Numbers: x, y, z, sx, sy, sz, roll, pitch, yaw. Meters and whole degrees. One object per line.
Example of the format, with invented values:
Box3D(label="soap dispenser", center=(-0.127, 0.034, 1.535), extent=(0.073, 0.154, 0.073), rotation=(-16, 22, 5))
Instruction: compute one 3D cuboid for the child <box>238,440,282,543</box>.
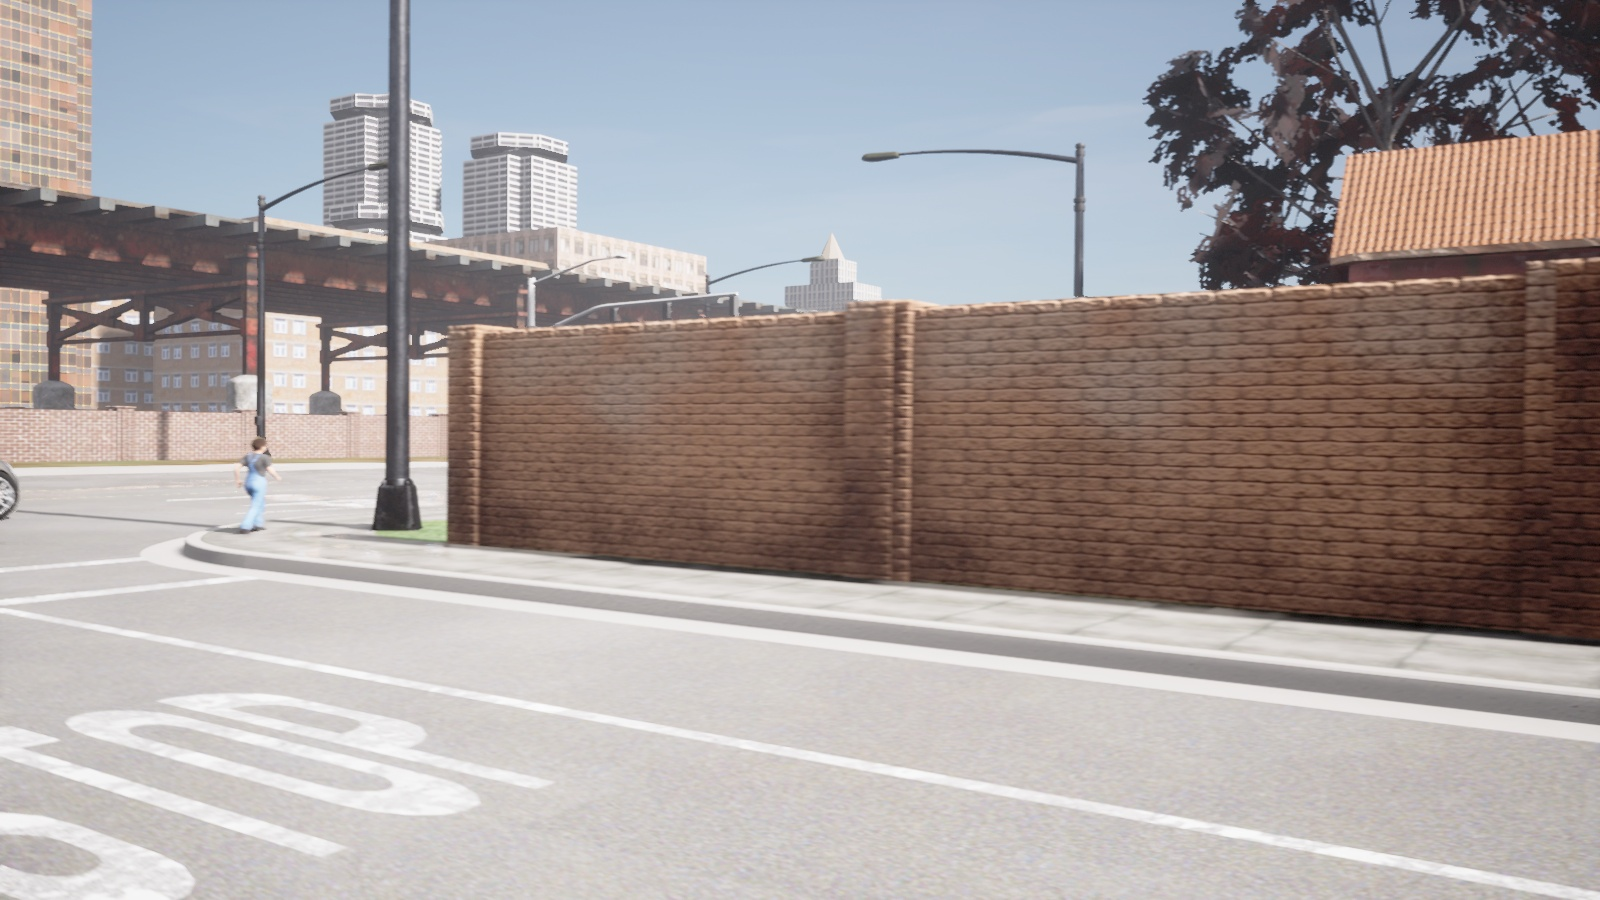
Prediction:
Box3D(label="child", center=(-6.790, 0.513, 15.789), extent=(0.270, 1.263, 0.437), rotation=(0, 1, 19))

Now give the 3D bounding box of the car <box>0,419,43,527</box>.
Box3D(label="car", center=(-13.573, 0.390, 17.787), extent=(2.152, 1.651, 5.027), rotation=(-1, 1, 8))
